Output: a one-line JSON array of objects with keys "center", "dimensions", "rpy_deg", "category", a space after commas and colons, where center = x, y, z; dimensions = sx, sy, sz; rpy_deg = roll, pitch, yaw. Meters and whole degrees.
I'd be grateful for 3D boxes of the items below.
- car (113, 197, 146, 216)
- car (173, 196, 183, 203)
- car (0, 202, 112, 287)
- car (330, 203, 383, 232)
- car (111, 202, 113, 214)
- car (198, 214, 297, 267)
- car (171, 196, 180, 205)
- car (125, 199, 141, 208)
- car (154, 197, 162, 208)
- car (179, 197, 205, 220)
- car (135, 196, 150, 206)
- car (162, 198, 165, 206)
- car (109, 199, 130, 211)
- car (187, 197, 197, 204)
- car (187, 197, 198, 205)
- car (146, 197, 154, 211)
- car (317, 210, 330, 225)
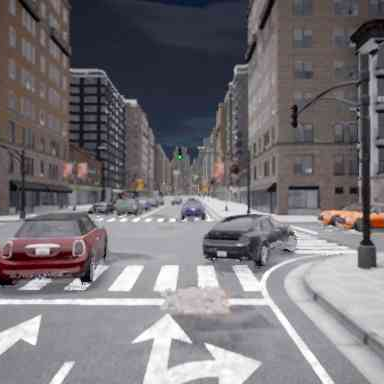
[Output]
[{"center": [-6.585, 1.550, 35.475], "dimensions": [2.097, 1.767, 4.553], "rpy_deg": [0, 0, 0], "category": "car"}, {"center": [-3.228, 1.760, 77.091], "dimensions": [2.128, 1.511, 4.902], "rpy_deg": [0, 0, 0], "category": "car"}, {"center": [-3.728, 1.365, 9.724], "dimensions": [2.097, 1.767, 4.553], "rpy_deg": [0, 0, -8], "category": "car"}, {"center": [11.497, 1.538, 20.791], "dimensions": [4.553, 1.767, 2.097], "rpy_deg": [0, -1, 0], "category": "car"}, {"center": [-9.835, 1.767, 36.523], "dimensions": [1.994, 1.385, 4.181], "rpy_deg": [0, 0, 0], "category": "car"}, {"center": [2.171, 1.540, 11.714], "dimensions": [1.837, 1.490, 4.892], "rpy_deg": [-3, -2, 32], "category": "car"}, {"center": [-3.231, 1.960, 67.117], "dimensions": [1.895, 1.301, 4.718], "rpy_deg": [0, 0, 0], "category": "car"}, {"center": [-9.734, 1.902, 55.391], "dimensions": [1.895, 1.301, 4.718], "rpy_deg": [0, 0, 0], "category": "car"}, {"center": [-6.484, 1.859, 54.057], "dimensions": [1.994, 1.385, 4.181], "rpy_deg": [0, 0, 0], "category": "car"}, {"center": [0.106, 1.533, 30.977], "dimensions": [2.097, 1.767, 4.553], "rpy_deg": [0, 0, 0], "category": "car"}, {"center": [-9.731, 1.705, 65.706], "dimensions": [2.097, 1.767, 4.553], "rpy_deg": [0, 0, 0], "category": "car"}, {"center": [-6.482, 1.698, 64.176], "dimensions": [2.097, 1.767, 4.553], "rpy_deg": [0, 0, 0], "category": "car"}, {"center": [-9.807, 1.754, 45.344], "dimensions": [1.837, 1.490, 4.892], "rpy_deg": [0, 0, 0], "category": "car"}, {"center": [0.023, 1.931, 77.857], "dimensions": [2.128, 1.511, 4.902], "rpy_deg": [0, 0, 0], "category": "car"}, {"center": [0.020, 1.859, 67.756], "dimensions": [2.128, 1.511, 4.902], "rpy_deg": [0, 0, 0], "category": "car"}, {"center": [-6.571, 1.768, 44.051], "dimensions": [1.812, 1.442, 4.674], "rpy_deg": [0, 0, 0], "category": "car"}, {"center": [11.465, 1.597, 24.039], "dimensions": [4.553, 1.767, 2.097], "rpy_deg": [0, -1, 0], "category": "car"}]
